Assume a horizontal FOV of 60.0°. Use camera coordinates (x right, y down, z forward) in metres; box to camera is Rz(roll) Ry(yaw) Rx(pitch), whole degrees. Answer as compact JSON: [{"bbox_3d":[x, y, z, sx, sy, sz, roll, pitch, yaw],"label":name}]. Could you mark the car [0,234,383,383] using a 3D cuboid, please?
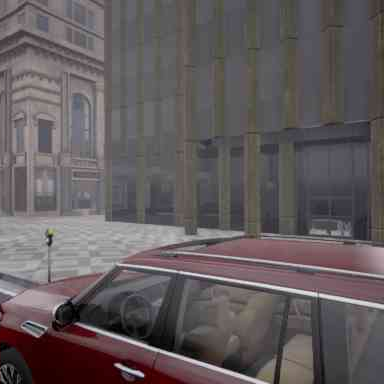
[{"bbox_3d":[0.246,1.315,2.798,5.009,1.841,2.192,0,0,36],"label":"car"}]
